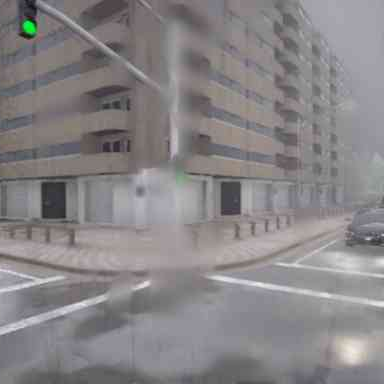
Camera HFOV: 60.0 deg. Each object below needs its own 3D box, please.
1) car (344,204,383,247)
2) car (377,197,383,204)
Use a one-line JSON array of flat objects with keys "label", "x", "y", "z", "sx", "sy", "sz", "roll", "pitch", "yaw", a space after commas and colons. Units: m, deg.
[{"label": "car", "x": 7.926, "y": 1.495, "z": 14.346, "sx": 1.837, "sy": 1.490, "sz": 4.892, "roll": -1, "pitch": 0, "yaw": 35}, {"label": "car", "x": 14.740, "y": 1.213, "z": 23.853, "sx": 2.150, "sy": 2.045, "sz": 5.566, "roll": -1, "pitch": -1, "yaw": 36}]
